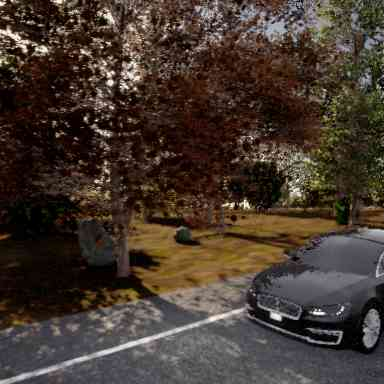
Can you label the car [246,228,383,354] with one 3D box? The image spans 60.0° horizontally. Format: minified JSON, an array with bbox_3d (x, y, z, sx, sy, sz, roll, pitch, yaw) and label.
[{"bbox_3d":[3.084,1.511,6.250,4.892,1.490,1.837,0,0,-39],"label":"car"}]
